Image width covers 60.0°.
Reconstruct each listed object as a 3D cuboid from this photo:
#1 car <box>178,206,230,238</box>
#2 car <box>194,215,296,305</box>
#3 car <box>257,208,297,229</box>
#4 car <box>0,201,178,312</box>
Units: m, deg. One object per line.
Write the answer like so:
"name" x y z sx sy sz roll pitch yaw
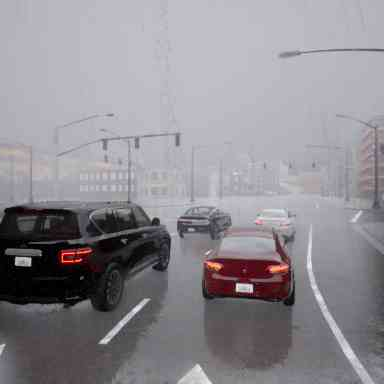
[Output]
"car" 0.771 1.491 17.263 2.128 1.511 4.902 0 0 19
"car" 1.445 1.526 8.099 1.812 1.442 4.674 0 0 13
"car" 4.178 1.526 16.534 1.812 1.442 4.674 0 0 20
"car" -2.167 1.221 8.012 2.150 2.045 5.566 0 0 12
